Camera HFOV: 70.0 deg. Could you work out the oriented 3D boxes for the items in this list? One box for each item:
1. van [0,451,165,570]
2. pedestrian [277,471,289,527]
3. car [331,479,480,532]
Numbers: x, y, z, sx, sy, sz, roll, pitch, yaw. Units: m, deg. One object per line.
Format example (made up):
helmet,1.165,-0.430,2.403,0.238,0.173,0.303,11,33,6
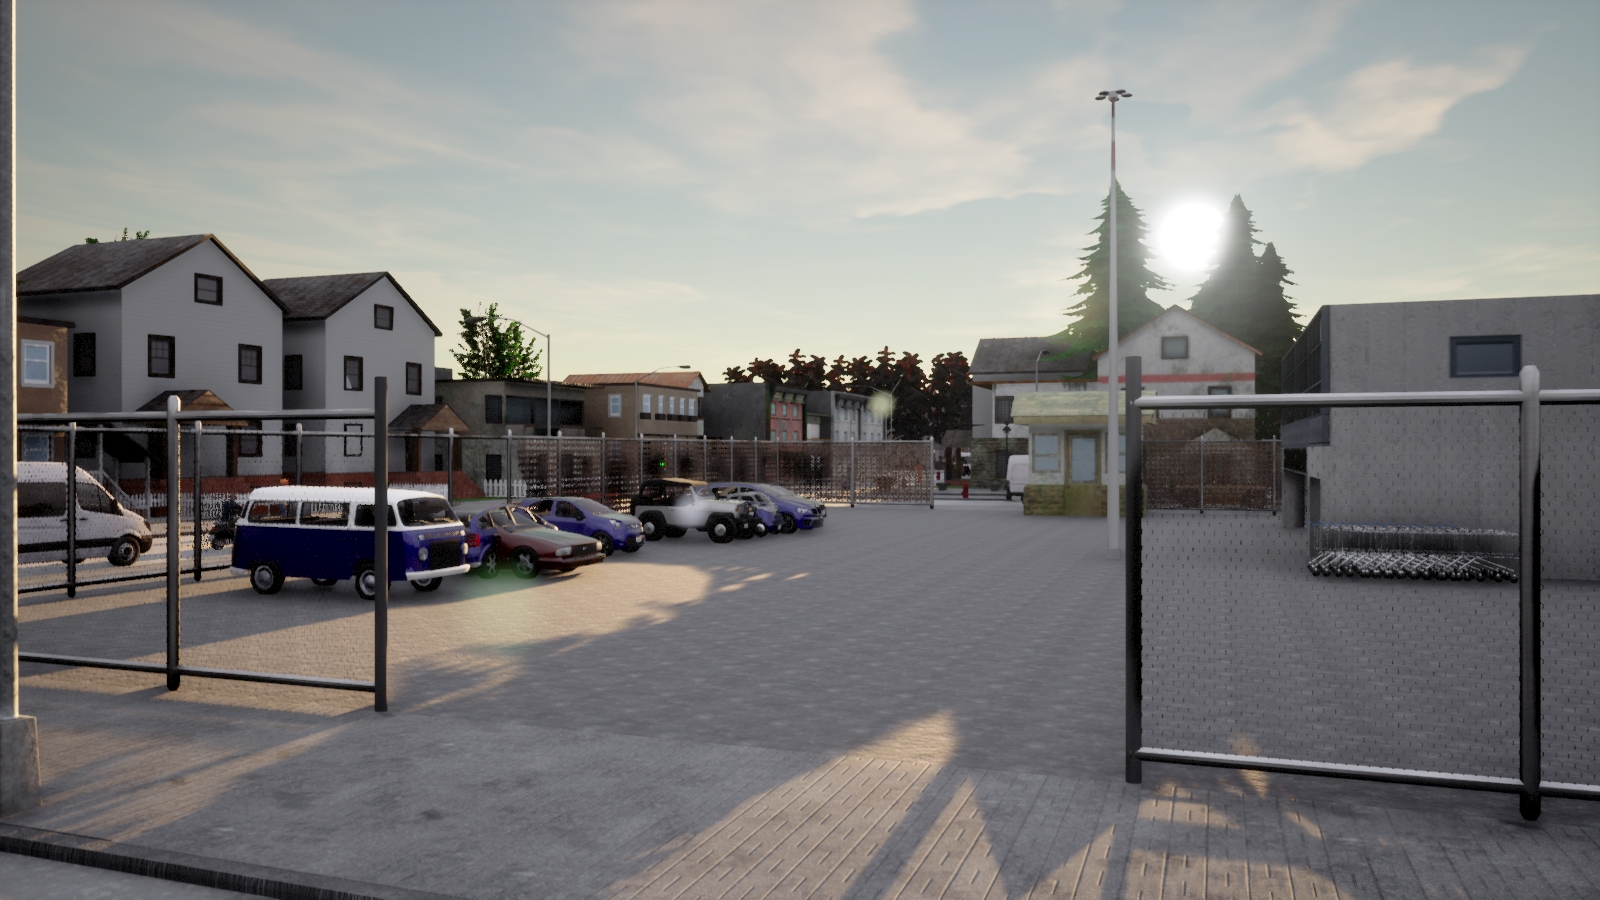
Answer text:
van,-17.854,1.319,26.182,1.988,2.561,5.915,0,0,20
pedestrian,-17.438,1.633,38.525,0.375,1.860,0.375,0,0,-27
car,-13.270,1.818,38.809,2.097,1.535,5.006,0,0,20
